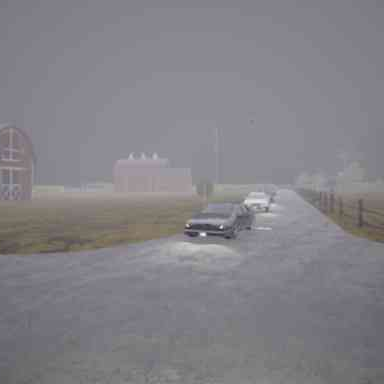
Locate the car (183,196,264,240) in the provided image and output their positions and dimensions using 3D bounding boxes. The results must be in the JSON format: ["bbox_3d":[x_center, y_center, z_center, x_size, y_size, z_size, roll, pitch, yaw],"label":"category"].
[{"bbox_3d":[1.484,1.122,14.815,2.033,1.411,5.357,1,2,24],"label":"car"}]

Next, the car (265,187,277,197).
[{"bbox_3d":[13.139,-0.040,55.293,1.837,1.490,4.892,0,2,15],"label":"car"}]

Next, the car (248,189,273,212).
[{"bbox_3d":[5.250,0.760,26.656,1.812,1.442,4.674,0,1,15],"label":"car"}]

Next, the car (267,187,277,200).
[{"bbox_3d":[8.434,0.394,38.367,2.128,1.511,4.902,0,2,15],"label":"car"}]
